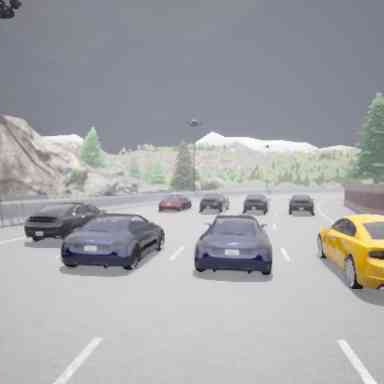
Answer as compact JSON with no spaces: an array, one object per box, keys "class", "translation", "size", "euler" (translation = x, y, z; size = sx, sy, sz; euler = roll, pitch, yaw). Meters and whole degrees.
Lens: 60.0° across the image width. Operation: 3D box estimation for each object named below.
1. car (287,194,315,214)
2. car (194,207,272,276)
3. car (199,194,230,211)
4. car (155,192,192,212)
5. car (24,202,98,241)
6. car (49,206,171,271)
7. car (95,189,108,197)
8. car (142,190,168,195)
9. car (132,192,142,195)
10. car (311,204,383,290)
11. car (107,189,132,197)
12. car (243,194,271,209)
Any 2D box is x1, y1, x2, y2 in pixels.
[{"class":"car","translation":[8.883,0.970,27.110],"size":[1.837,1.490,4.892],"euler":[0,1,17]},{"class":"car","translation":[1.272,1.360,9.850],"size":[1.994,1.385,4.181],"euler":[0,1,9]},{"class":"car","translation":[2.002,0.913,28.520],"size":[1.837,1.490,4.892],"euler":[0,1,17]},{"class":"car","translation":[-1.387,0.940,29.366],"size":[1.994,1.385,4.181],"euler":[1,1,17]},{"class":"car","translation":[-5.032,1.182,14.343],"size":[1.837,1.490,4.892],"euler":[0,2,11]},{"class":"car","translation":[-2.205,1.337,10.278],"size":[1.994,1.385,4.181],"euler":[0,1,9]},{"class":"car","translation":[-14.132,0.268,55.560],"size":[2.128,1.511,4.902],"euler":[1,1,24]},{"class":"car","translation":[-4.953,0.413,50.368],"size":[2.128,1.511,4.902],"euler":[1,1,24]},{"class":"car","translation":[-7.206,0.404,53.876],"size":[1.994,1.385,4.181],"euler":[1,1,25]},{"class":"car","translation":[4.588,1.315,8.480],"size":[1.882,1.535,5.008],"euler":[0,1,9]},{"class":"car","translation":[-11.088,0.425,53.865],"size":[1.895,1.301,4.718],"euler":[1,1,24]},{"class":"car","translation":[5.446,0.941,27.810],"size":[1.837,1.490,4.892],"euler":[0,1,17]}]
